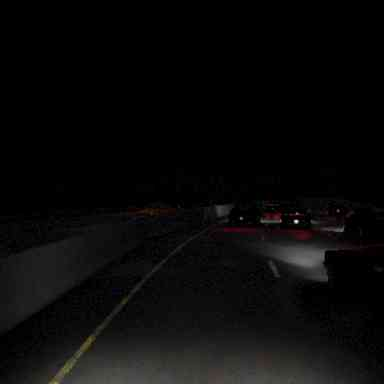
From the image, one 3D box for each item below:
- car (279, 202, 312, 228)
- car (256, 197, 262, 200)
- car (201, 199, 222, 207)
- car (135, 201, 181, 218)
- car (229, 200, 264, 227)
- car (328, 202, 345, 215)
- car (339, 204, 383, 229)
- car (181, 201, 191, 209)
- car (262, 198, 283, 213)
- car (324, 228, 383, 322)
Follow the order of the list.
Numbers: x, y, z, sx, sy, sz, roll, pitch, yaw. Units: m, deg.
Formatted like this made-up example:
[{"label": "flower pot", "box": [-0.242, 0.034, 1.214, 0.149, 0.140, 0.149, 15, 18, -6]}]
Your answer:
[{"label": "car", "box": [7.316, 1.637, 23.472, 1.837, 1.490, 4.892, 0, 0, 16]}, {"label": "car", "box": [13.331, 1.855, 64.606, 2.097, 1.767, 4.553, 0, -1, 25]}, {"label": "car", "box": [3.059, 1.809, 50.708, 1.882, 1.535, 5.008, 0, -1, 25]}, {"label": "car", "box": [-2.829, 1.616, 26.818, 1.882, 1.535, 5.008, 0, 0, 17]}, {"label": "car", "box": [3.938, 1.610, 24.287, 1.882, 1.535, 5.008, 0, 0, 16]}, {"label": "car", "box": [15.828, 1.756, 36.018, 1.812, 1.442, 4.674, 0, -1, 24]}, {"label": "car", "box": [9.290, 1.604, 17.227, 1.837, 1.490, 4.892, 0, 0, 12]}, {"label": "car", "box": [-1.950, 1.904, 48.201, 1.895, 1.301, 4.718, 0, -1, 25]}, {"label": "car", "box": [10.490, 1.755, 41.182, 2.128, 1.511, 4.902, 0, -1, 24]}, {"label": "car", "box": [3.994, 1.637, 6.069, 1.895, 1.301, 4.718, 0, 0, 5]}]
